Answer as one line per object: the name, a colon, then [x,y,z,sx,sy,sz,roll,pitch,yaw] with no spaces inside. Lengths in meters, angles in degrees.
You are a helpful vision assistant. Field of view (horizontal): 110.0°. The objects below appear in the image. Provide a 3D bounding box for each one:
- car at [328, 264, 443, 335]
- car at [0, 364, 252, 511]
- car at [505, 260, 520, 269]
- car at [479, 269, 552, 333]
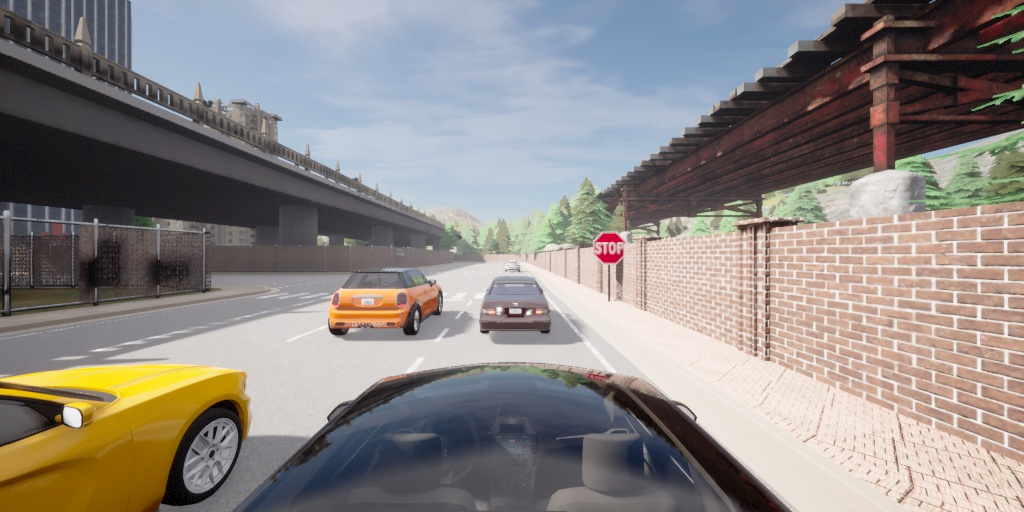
car: [-3.425,1.102,10.623,2.097,1.767,4.553,0,0,0]
car: [-3.398,1.228,1.366,1.882,1.535,5.008,0,0,0]
car: [0.074,1.276,45.516,1.812,1.442,4.674,0,0,-1]
car: [0.076,1.297,10.647,2.033,1.411,5.357,0,0,0]
